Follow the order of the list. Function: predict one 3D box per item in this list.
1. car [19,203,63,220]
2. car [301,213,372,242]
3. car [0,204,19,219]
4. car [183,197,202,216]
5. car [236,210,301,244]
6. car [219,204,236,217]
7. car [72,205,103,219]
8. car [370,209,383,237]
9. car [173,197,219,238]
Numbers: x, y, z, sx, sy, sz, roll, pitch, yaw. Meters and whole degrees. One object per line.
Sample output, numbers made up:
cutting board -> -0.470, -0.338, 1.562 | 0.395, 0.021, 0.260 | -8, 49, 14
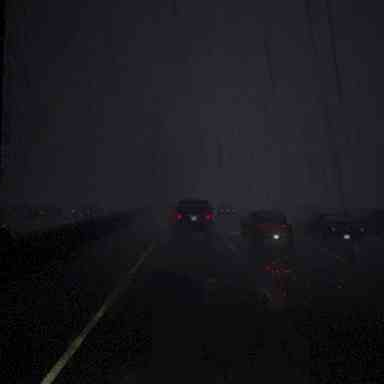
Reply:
car -> -14.045, 1.800, 31.852 | 1.882, 1.535, 5.008 | 0, -1, 1
car -> 7.097, 1.774, 17.458 | 1.895, 1.301, 4.718 | 0, -1, 0
car -> -17.533, 1.911, 33.413 | 1.994, 1.385, 4.181 | 0, -1, 0
car -> 0.091, 1.686, 40.146 | 2.150, 2.045, 5.566 | 0, -1, 0
car -> 3.597, 1.670, 16.617 | 1.837, 1.490, 4.892 | 0, -1, 0
car -> 3.593, 1.930, 35.438 | 2.033, 1.411, 5.357 | 0, -1, 0
car -> -10.526, 1.953, 33.702 | 1.895, 1.301, 4.718 | 0, -1, 0
car -> 10.597, 1.656, 17.989 | 1.882, 1.535, 5.008 | 0, -1, 0
car -> 0.096, 1.411, 18.924 | 2.150, 2.045, 5.566 | 0, 0, 0
